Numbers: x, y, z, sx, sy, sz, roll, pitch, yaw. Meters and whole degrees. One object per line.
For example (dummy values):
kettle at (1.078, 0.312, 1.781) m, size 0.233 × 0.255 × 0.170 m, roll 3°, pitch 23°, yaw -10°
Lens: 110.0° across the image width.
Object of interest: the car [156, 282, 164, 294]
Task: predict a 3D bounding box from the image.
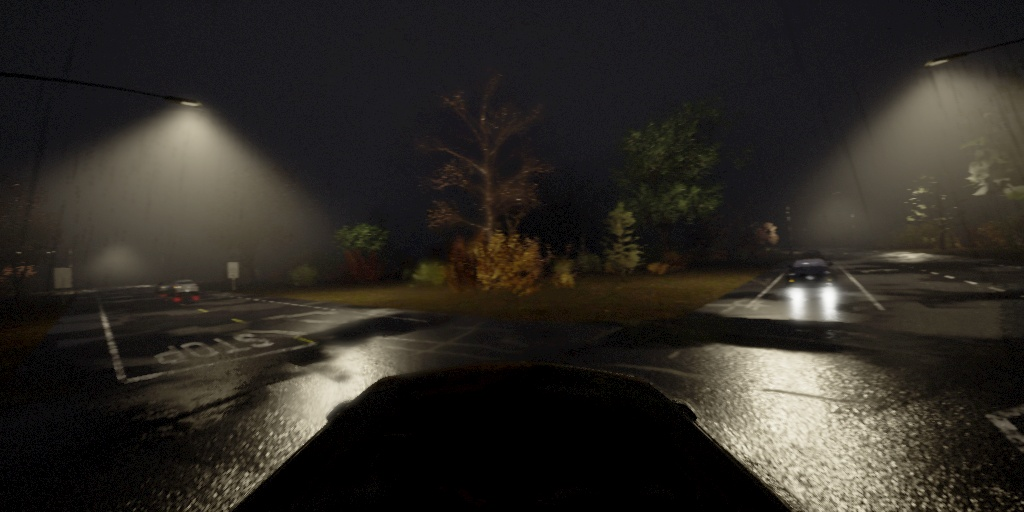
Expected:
car at (-39.515, 3.569, 41.226) m, size 4.718 × 1.301 × 1.895 m, roll -3°, pitch -1°, yaw 41°

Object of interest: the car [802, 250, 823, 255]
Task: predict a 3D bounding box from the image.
car at (36.245, -0.018, 43.216) m, size 1.994 × 1.385 × 4.181 m, roll -6°, pitch -2°, yaw 42°

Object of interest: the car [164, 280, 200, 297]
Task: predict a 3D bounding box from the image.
car at (-31.578, 3.049, 34.425) m, size 4.674 × 1.442 × 1.812 m, roll -3°, pitch -1°, yaw 41°

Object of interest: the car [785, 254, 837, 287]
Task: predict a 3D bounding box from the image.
car at (15.994, 0.840, 19.230) m, size 1.994 × 1.385 × 4.181 m, roll -6°, pitch -2°, yaw 40°
